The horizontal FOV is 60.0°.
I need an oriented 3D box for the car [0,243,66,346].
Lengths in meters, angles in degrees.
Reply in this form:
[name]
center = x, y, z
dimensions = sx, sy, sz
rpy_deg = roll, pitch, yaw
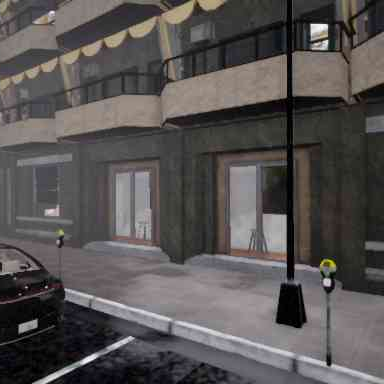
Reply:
[car]
center = -3.956, 1.551, 5.700
dimensions = 4.403, 1.369, 2.008
rpy_deg = 0, 0, 36
